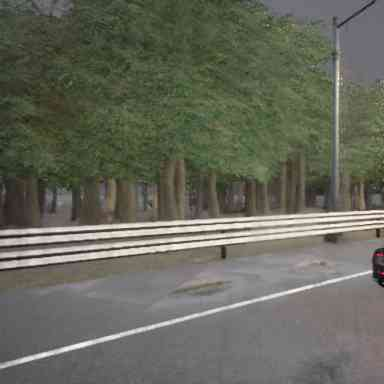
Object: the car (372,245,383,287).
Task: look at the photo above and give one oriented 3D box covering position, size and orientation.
[{"bbox_3d":[6.261,1.546,8.023,4.892,1.490,1.837,0,0,-34],"label":"car"}]
